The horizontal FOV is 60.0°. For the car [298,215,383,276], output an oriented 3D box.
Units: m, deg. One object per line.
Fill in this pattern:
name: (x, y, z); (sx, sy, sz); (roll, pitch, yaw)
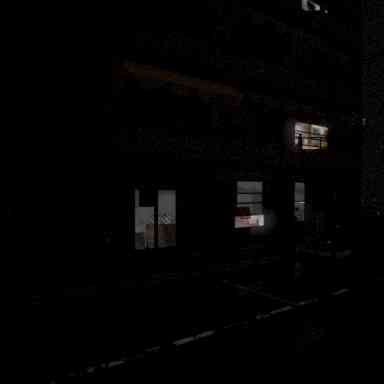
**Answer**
car: (5.071, 1.582, 10.257); (4.206, 1.307, 1.802); (0, 0, -36)

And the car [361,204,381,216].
car: (16.065, 1.803, 33.189); (2.128, 1.511, 4.902); (0, -1, -36)
